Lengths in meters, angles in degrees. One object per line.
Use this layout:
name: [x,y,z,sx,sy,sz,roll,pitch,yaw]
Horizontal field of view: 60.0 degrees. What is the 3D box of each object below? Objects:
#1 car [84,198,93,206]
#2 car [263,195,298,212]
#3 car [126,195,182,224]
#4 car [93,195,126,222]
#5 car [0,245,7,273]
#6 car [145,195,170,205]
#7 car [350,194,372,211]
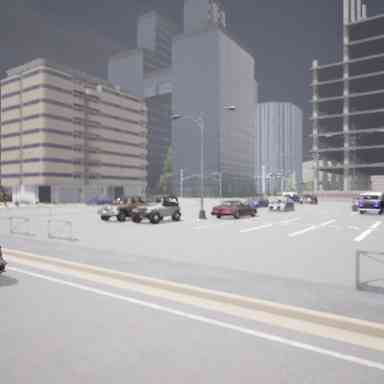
car: [-15.070,1.494,53.592,1.882,1.535,5.008,0,0,34]
car: [9.656,1.401,36.065,1.970,1.475,3.806,0,0,34]
car: [-2.361,1.162,23.102,1.905,1.878,3.866,0,0,34]
car: [-4.729,1.160,24.767,1.932,1.855,4.605,0,0,34]
car: [-7.037,1.552,8.916,5.357,1.411,2.033,0,0,36]
car: [-6.272,1.367,60.356,2.097,1.767,4.553,0,0,34]
car: [22.887,1.399,45.353,1.970,1.475,3.806,0,0,34]
